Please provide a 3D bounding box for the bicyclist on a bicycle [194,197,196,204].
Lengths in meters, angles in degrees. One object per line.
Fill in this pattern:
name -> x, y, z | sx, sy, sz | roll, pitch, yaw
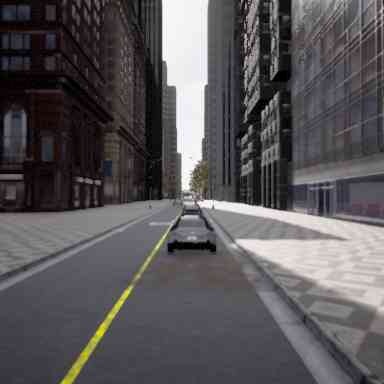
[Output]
bicyclist on a bicycle -> 0.837, 2.188, 88.277 | 0.659, 1.776, 1.843 | 0, 0, 0

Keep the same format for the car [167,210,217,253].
car -> 0.005, 1.695, 14.306 | 1.994, 1.385, 4.181 | 0, 0, 0

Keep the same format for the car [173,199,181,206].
car -> -2.990, 2.189, 71.013 | 1.994, 1.385, 4.181 | 0, -1, 0

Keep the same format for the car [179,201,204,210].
car -> 0.007, 1.770, 29.300 | 1.837, 1.490, 4.892 | 0, 0, 0

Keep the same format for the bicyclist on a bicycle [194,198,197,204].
bicyclist on a bicycle -> 0.833, 2.160, 79.280 | 0.866, 1.612, 1.509 | 0, -1, 0
